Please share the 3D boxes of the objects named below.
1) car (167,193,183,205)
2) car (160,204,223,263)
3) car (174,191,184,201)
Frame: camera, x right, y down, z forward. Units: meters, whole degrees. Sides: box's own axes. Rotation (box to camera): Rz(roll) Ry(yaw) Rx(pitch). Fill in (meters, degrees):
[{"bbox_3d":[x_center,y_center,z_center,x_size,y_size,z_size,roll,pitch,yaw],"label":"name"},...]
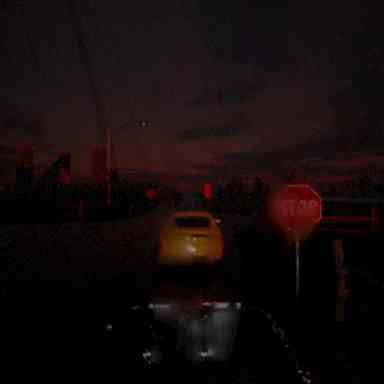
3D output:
[{"bbox_3d":[-2.834,1.325,51.307,2.033,1.411,5.357,0,0,0],"label":"car"},{"bbox_3d":[-0.009,1.415,11.693,1.882,1.535,5.008,0,1,0],"label":"car"},{"bbox_3d":[-2.765,0.946,67.095,2.150,2.045,5.566,0,1,0],"label":"car"}]
